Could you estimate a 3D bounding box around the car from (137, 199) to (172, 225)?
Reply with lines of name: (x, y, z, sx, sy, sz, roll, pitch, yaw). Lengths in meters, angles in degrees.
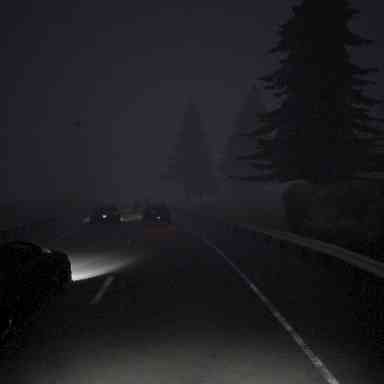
car: (-2.641, 1.493, 24.153, 2.128, 1.511, 4.902, 0, 0, -11)

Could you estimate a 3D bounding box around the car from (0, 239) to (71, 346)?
car: (-3.767, 1.572, 6.231, 1.994, 1.385, 4.181, 0, 0, -3)

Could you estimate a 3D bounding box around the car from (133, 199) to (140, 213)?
car: (-5.667, 1.488, 37.847, 1.882, 1.535, 5.008, 0, 0, -13)

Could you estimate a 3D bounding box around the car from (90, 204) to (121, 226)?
car: (-6.173, 1.577, 23.959, 1.994, 1.385, 4.181, 0, 0, -11)
